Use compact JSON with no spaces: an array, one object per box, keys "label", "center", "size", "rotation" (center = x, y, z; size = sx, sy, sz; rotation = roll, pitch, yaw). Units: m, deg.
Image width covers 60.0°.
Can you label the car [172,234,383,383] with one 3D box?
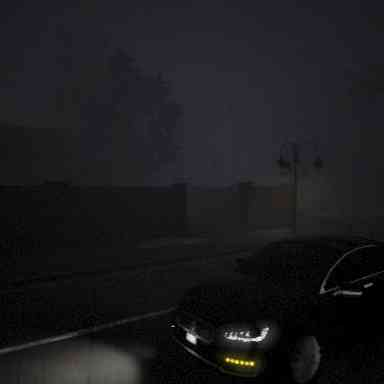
[{"label":"car","center":[1.983,1.500,5.343],"size":[4.892,1.490,1.837],"rotation":[0,0,-35]}]
